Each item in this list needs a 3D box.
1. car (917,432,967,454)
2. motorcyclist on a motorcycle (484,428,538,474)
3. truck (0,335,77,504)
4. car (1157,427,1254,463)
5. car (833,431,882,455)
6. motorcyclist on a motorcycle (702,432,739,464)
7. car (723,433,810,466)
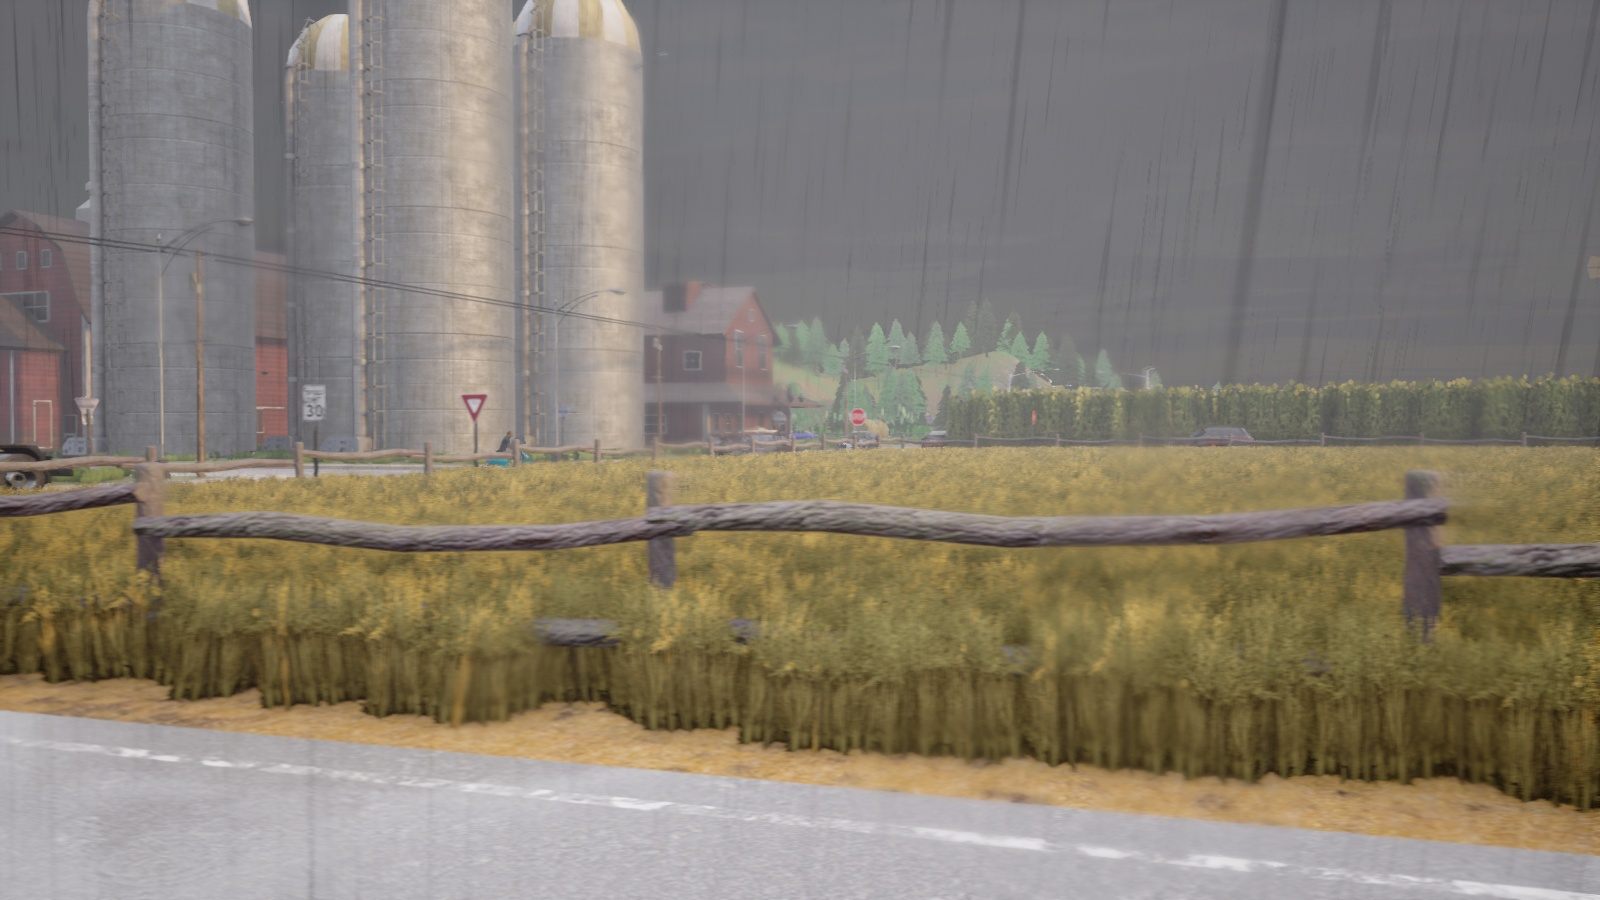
[{"bbox_3d":[9.664,-0.502,85.208,2.163,1.488,4.792,1,1,22],"label":"car"},{"bbox_3d":[-10.182,0.033,44.240,1.817,1.590,0.866,0,-1,-13],"label":"motorcyclist on a motorcycle"},{"bbox_3d":[-18.546,-0.612,24.179,2.891,3.462,7.936,1,1,22],"label":"truck"},{"bbox_3d":[20.723,-0.268,64.211,4.553,1.767,2.097,1,1,22],"label":"car"},{"bbox_3d":[3.705,-0.471,79.754,1.970,1.475,3.806,1,1,22],"label":"car"},{"bbox_3d":[-3.831,-0.128,60.867,0.866,1.530,2.191,1,1,23],"label":"motorcyclist on a motorcycle"},{"bbox_3d":[-1.468,-0.051,57.443,2.033,1.411,5.357,1,1,22],"label":"car"}]
